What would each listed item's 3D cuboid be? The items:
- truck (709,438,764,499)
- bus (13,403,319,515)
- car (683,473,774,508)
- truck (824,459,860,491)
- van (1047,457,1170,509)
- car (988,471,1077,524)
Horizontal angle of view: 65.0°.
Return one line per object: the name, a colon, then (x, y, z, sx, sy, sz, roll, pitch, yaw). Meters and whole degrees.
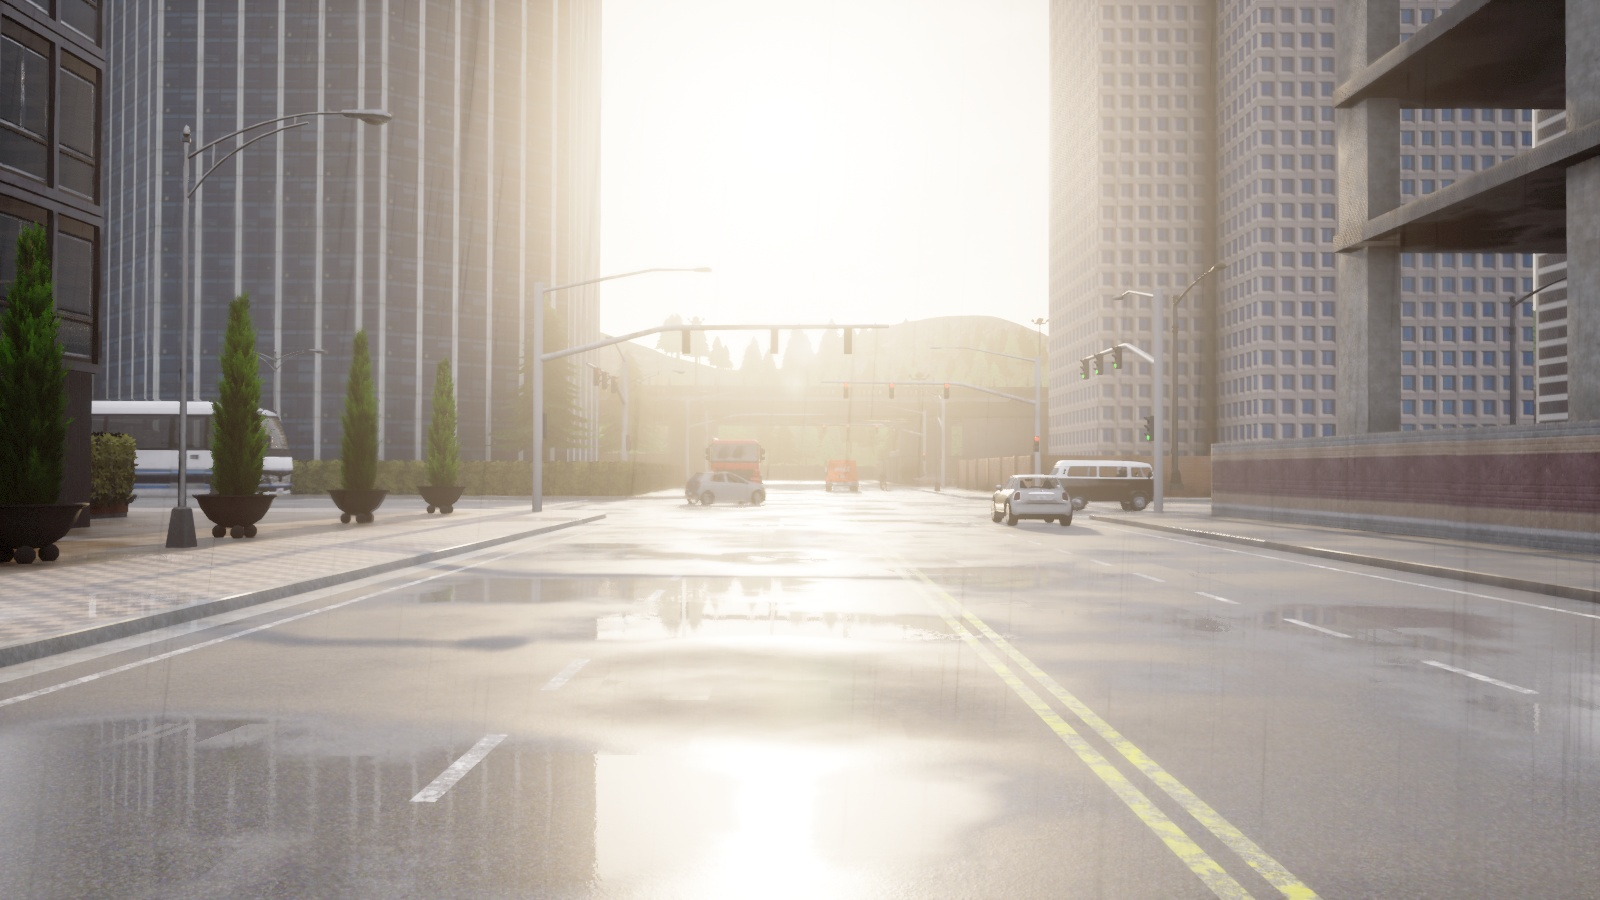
truck: (-3.695, 1.100, 74.778, 2.891, 3.462, 7.936, 0, -1, 0)
bus: (-25.170, 0.382, 50.363, 10.273, 4.253, 3.944, 0, -1, -1)
car: (-3.232, 1.790, 56.610, 3.633, 1.501, 1.845, 0, -1, -30)
truck: (3.248, 1.956, 97.989, 2.627, 2.467, 5.204, 0, -1, 0)
van: (12.455, 1.341, 50.901, 4.480, 2.038, 2.069, 0, -1, -1)
car: (6.904, 1.383, 37.640, 1.970, 1.475, 3.806, 0, -1, 0)
